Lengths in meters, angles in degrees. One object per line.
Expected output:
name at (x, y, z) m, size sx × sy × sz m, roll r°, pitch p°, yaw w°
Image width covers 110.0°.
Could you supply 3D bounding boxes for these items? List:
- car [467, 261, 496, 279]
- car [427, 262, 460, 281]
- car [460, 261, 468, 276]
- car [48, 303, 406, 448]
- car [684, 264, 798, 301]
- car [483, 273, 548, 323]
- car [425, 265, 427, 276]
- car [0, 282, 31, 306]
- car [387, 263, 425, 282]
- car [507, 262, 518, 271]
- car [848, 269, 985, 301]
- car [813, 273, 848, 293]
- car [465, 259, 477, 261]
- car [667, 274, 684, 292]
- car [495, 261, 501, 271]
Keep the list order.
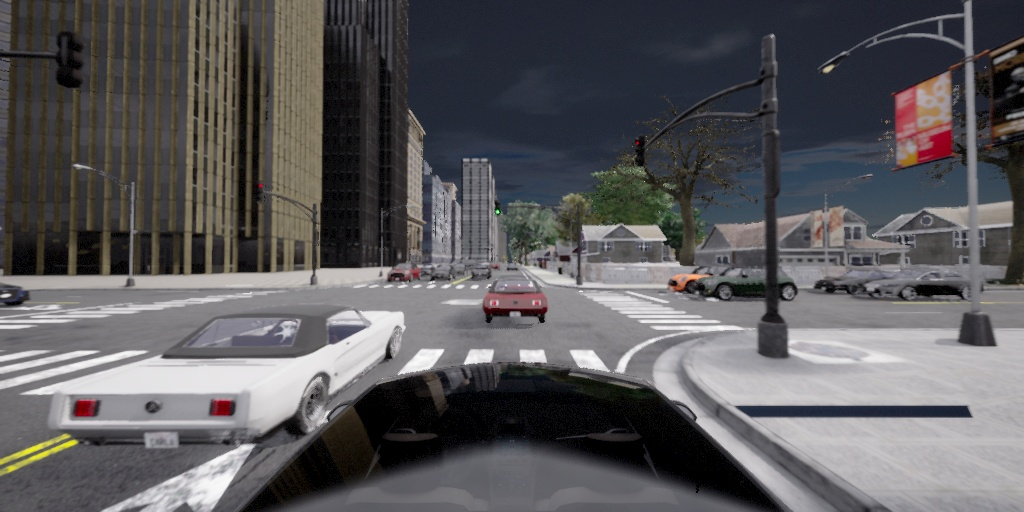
car at (-3.113, 1.608, 37.573) m, size 2.128 × 1.511 × 4.902 m, roll 0°, pitch -1°, yaw 0°
car at (-6.551, 1.593, 34.722) m, size 1.837 × 1.490 × 4.892 m, roll 0°, pitch -1°, yaw 0°
car at (-6.512, 1.697, 44.861) m, size 1.837 × 1.490 × 4.892 m, roll 0°, pitch -1°, yaw 1°
car at (-3.151, 1.376, 5.453) m, size 1.895 × 1.301 × 4.718 m, roll 0°, pitch 0°, yaw 0°
car at (11.627, 1.289, 18.188) m, size 4.553 × 1.767 × 2.097 m, roll 0°, pitch -1°, yaw 0°
car at (0.107, 1.417, 12.413) m, size 1.895 × 1.301 × 4.718 m, roll 0°, pitch -1°, yaw 0°
car at (-9.788, 1.723, 41.543) m, size 1.994 × 1.385 × 4.181 m, roll 0°, pitch -1°, yaw 0°
car at (-22.684, 1.436, 14.574) m, size 4.181 × 1.385 × 1.994 m, roll 0°, pitch -1°, yaw -3°
car at (-9.807, 1.423, 32.911) m, size 2.097 × 1.767 × 4.553 m, roll 0°, pitch -1°, yaw 0°
car at (0.067, 1.964, 64.963) m, size 1.994 × 1.385 × 4.181 m, roll 0°, pitch -1°, yaw 0°
car at (20.584, 1.428, 18.118) m, size 4.902 × 1.511 × 2.128 m, roll 0°, pitch -1°, yaw 1°
car at (21.233, 1.550, 21.363) m, size 5.357 × 1.411 × 2.033 m, roll 0°, pitch -1°, yaw 0°
car at (-6.443, 1.523, 55.508) m, size 2.150 × 2.045 × 5.566 m, roll 0°, pitch -1°, yaw 0°
car at (11.763, 1.355, 21.439) m, size 4.553 × 1.767 × 2.097 m, roll 0°, pitch -1°, yaw 1°
car at (-3.184, 1.752, 64.871) m, size 2.097 × 1.767 × 4.553 m, roll 0°, pitch -1°, yaw 0°
